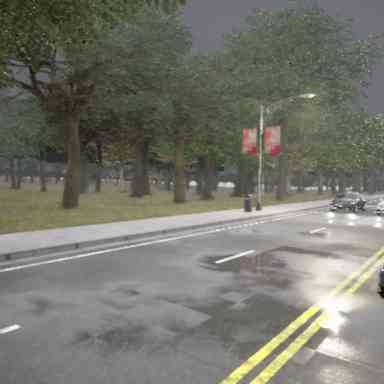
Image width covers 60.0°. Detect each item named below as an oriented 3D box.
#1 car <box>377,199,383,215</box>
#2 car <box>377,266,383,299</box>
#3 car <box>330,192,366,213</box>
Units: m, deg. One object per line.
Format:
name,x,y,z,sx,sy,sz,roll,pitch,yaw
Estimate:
car,14.956,0.951,24.416,1.812,1.442,4.674,3,3,39
car,5.128,1.453,6.580,1.895,1.301,4.718,3,3,39
car,12.598,0.796,26.659,1.837,1.490,4.892,3,3,39
